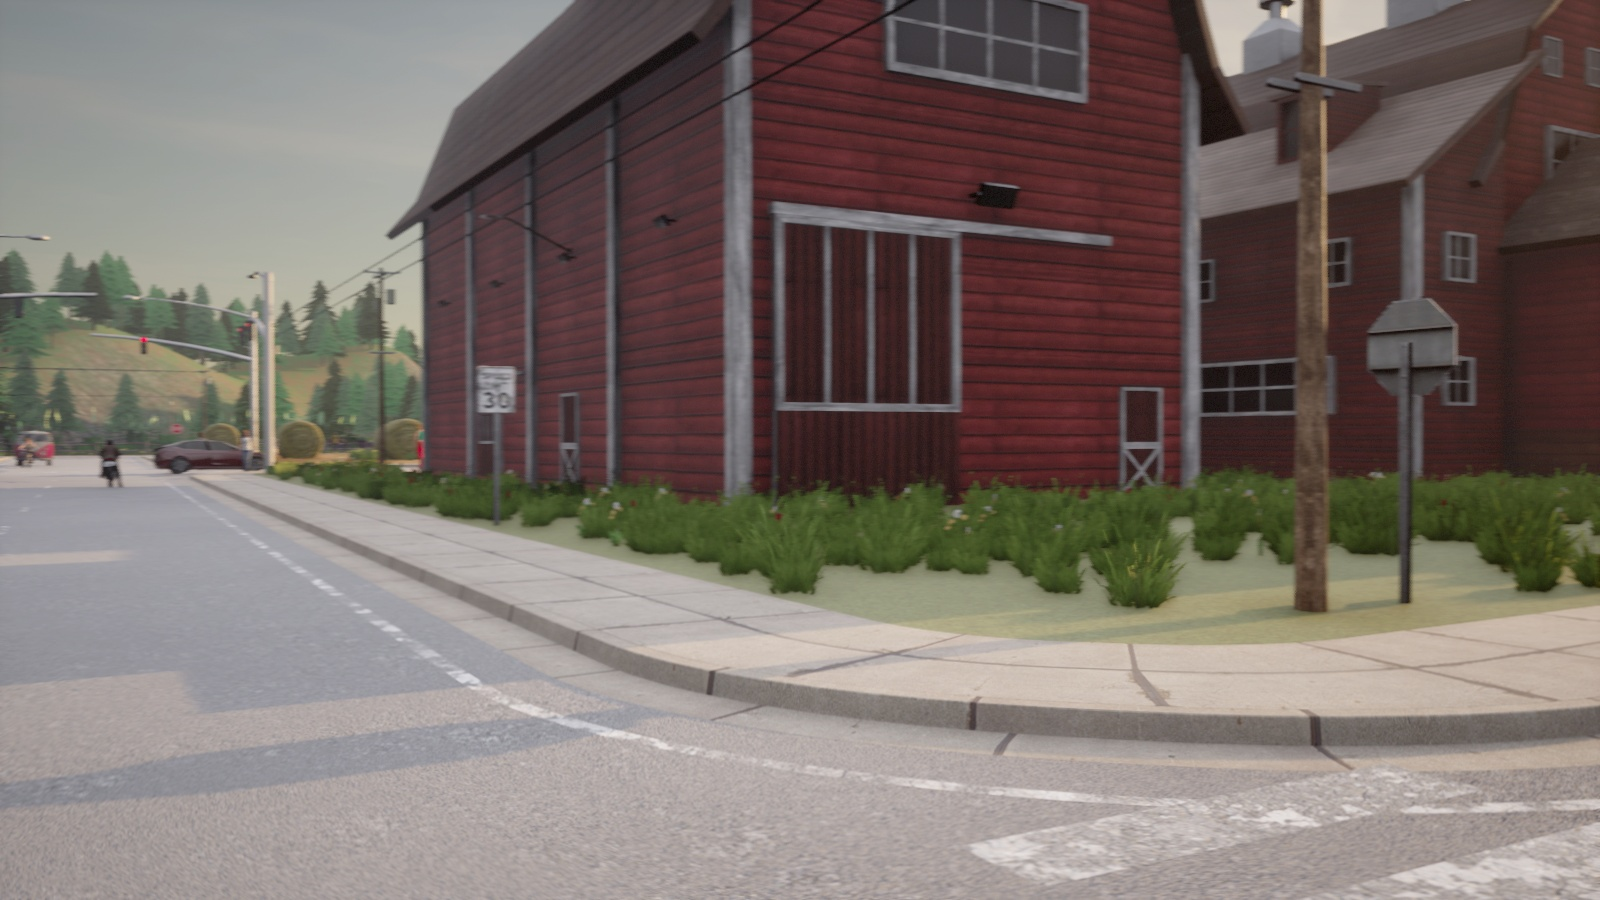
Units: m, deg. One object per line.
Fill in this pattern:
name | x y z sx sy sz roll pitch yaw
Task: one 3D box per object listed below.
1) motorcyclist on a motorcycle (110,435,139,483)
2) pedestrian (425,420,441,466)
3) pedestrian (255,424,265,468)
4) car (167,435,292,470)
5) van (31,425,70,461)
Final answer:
motorcyclist on a motorcycle | -21.761 0.266 40.451 0.797 1.523 2.044 0 1 -29
pedestrian | -14.728 -0.277 50.367 0.594 1.836 0.345 1 1 44
pedestrian | -22.582 -0.170 52.531 0.354 1.836 0.706 0 1 -23
car | -25.010 0.086 55.053 4.792 1.488 2.163 0 1 -30
van | -43.294 -0.419 72.590 1.775 1.987 4.442 0 1 -29
